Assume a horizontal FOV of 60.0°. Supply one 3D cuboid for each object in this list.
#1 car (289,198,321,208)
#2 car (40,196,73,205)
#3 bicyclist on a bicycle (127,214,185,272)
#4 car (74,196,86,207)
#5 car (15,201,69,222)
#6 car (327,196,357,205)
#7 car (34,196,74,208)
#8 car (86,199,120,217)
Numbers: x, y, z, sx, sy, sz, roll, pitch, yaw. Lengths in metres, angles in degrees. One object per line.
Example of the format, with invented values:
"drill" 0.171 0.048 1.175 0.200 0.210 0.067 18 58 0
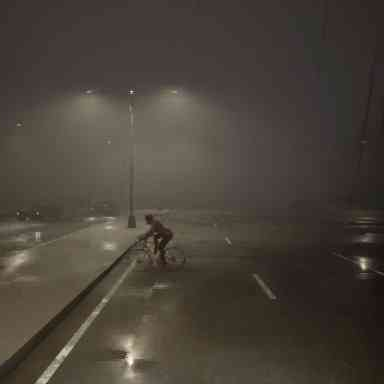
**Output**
"car" 15.752 1.564 46.472 4.181 1.385 1.994 0 0 0
"car" -23.183 1.492 57.059 4.902 1.511 2.128 0 0 0
"bicyclist on a bicycle" -1.025 1.455 9.390 1.656 1.620 0.582 -2 0 -2
"car" -15.559 1.352 46.350 4.553 1.767 2.097 0 0 0
"car" -11.718 1.601 26.002 1.895 1.301 4.718 0 0 2
"car" 25.890 1.491 57.495 4.902 1.511 2.128 0 0 -2
"car" -18.362 1.477 42.843 5.008 1.535 1.882 0 0 0
"car" -8.250 1.504 31.925 1.837 1.490 4.892 0 0 0
